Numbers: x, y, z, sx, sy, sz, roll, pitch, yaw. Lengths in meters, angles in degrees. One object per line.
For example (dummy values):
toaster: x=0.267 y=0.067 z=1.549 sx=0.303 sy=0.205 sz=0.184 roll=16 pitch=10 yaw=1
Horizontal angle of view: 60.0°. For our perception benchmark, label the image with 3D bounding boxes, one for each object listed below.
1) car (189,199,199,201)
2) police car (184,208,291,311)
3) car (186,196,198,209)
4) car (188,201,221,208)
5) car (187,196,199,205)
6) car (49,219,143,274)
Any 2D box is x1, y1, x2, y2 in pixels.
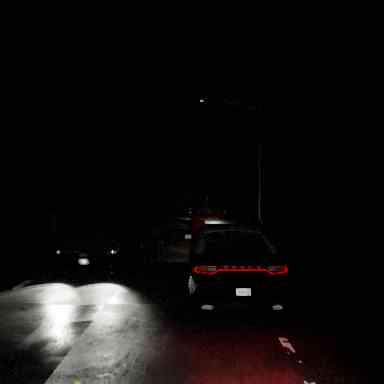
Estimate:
car: x=0.883 y=1.490 z=23.890 sx=1.837 sy=1.490 sz=4.892 roll=0 pitch=0 yaw=0
police car: x=0.844 y=1.420 z=7.995 sx=1.930 sy=1.638 sz=5.238 roll=0 pitch=0 yaw=0
car: x=0.129 y=1.444 z=45.629 sx=1.882 sy=1.535 sz=5.008 roll=0 pitch=0 yaw=1
car: x=0.869 y=1.467 z=17.889 sx=1.882 sy=1.535 sz=5.008 roll=0 pitch=0 yaw=0
car: x=0.146 y=1.451 z=58.927 sx=2.033 sy=1.411 sz=5.357 roll=0 pitch=1 yaw=0
car: x=-2.724 y=1.558 z=10.347 sx=1.994 sy=1.385 sz=4.181 roll=0 pitch=0 yaw=0
